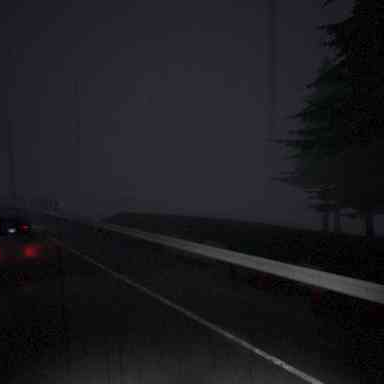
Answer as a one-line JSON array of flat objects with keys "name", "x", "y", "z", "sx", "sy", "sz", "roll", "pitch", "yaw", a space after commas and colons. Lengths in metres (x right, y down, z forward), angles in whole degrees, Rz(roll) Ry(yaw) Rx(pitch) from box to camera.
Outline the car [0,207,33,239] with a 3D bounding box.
[{"name": "car", "x": -8.914, "y": 1.425, "z": 15.936, "sx": 1.812, "sy": 1.442, "sz": 4.674, "roll": 0, "pitch": 0, "yaw": -35}]
